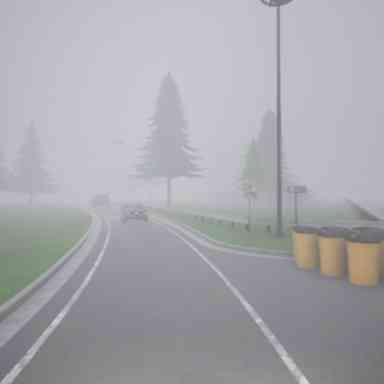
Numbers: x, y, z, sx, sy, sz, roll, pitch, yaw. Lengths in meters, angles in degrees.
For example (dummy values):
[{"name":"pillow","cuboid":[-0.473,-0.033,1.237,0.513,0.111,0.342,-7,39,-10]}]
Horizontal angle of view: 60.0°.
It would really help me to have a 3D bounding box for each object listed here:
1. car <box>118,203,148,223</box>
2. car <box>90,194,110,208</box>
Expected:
[{"name":"car","cuboid":[-4.624,1.556,25.892,2.033,1.411,5.357,0,0,-17]},{"name":"car","cuboid":[-13.297,1.260,47.884,2.150,2.045,5.566,0,0,-26]}]
